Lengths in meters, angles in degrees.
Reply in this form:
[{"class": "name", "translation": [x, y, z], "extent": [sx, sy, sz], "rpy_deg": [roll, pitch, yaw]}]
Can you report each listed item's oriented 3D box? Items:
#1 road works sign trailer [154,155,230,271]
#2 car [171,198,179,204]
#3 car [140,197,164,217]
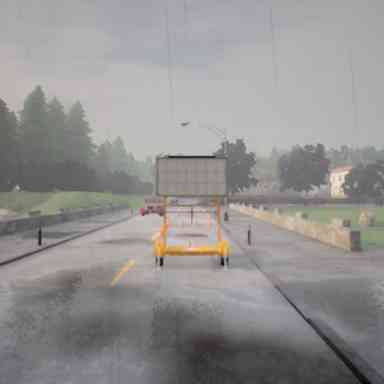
[{"class": "road works sign trailer", "translation": [0.002, 0.566, 11.320], "extent": [2.380, 3.560, 2.880], "rpy_deg": [0, -1, 0]}, {"class": "car", "translation": [-3.984, 2.091, 77.835], "extent": [2.033, 1.411, 5.357], "rpy_deg": [0, -1, 0]}, {"class": "car", "translation": [-4.091, 1.539, 35.448], "extent": [2.150, 2.045, 5.566], "rpy_deg": [0, -1, 0]}]
